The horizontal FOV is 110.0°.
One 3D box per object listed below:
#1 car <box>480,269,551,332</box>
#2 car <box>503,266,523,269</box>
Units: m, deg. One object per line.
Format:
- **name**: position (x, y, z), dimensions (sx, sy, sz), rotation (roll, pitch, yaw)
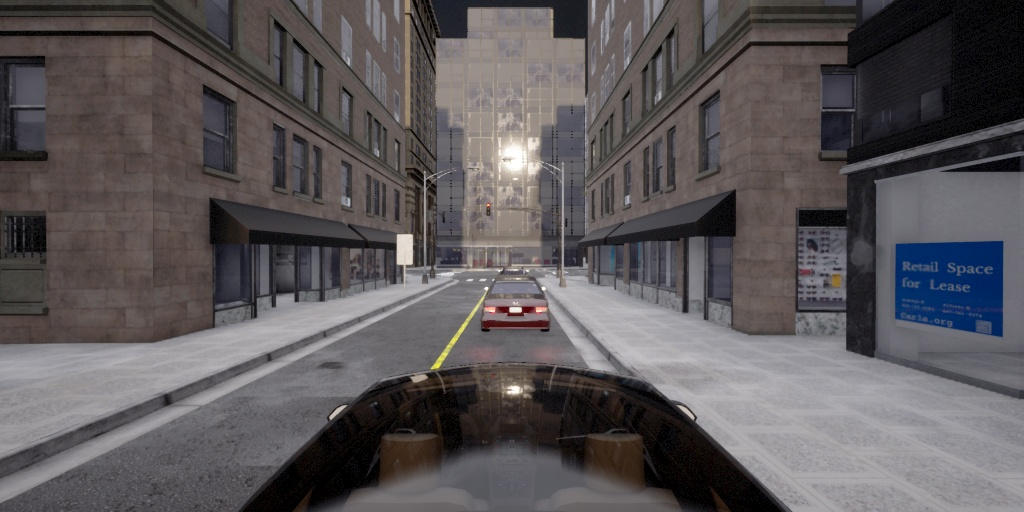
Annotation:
- **car**: position (0.094, 1.292, 10.812), dimensions (2.033, 1.411, 5.357), rotation (0, 0, 0)
- **car**: position (0.085, 1.300, 21.478), dimensions (1.994, 1.385, 4.181), rotation (0, 0, 0)
